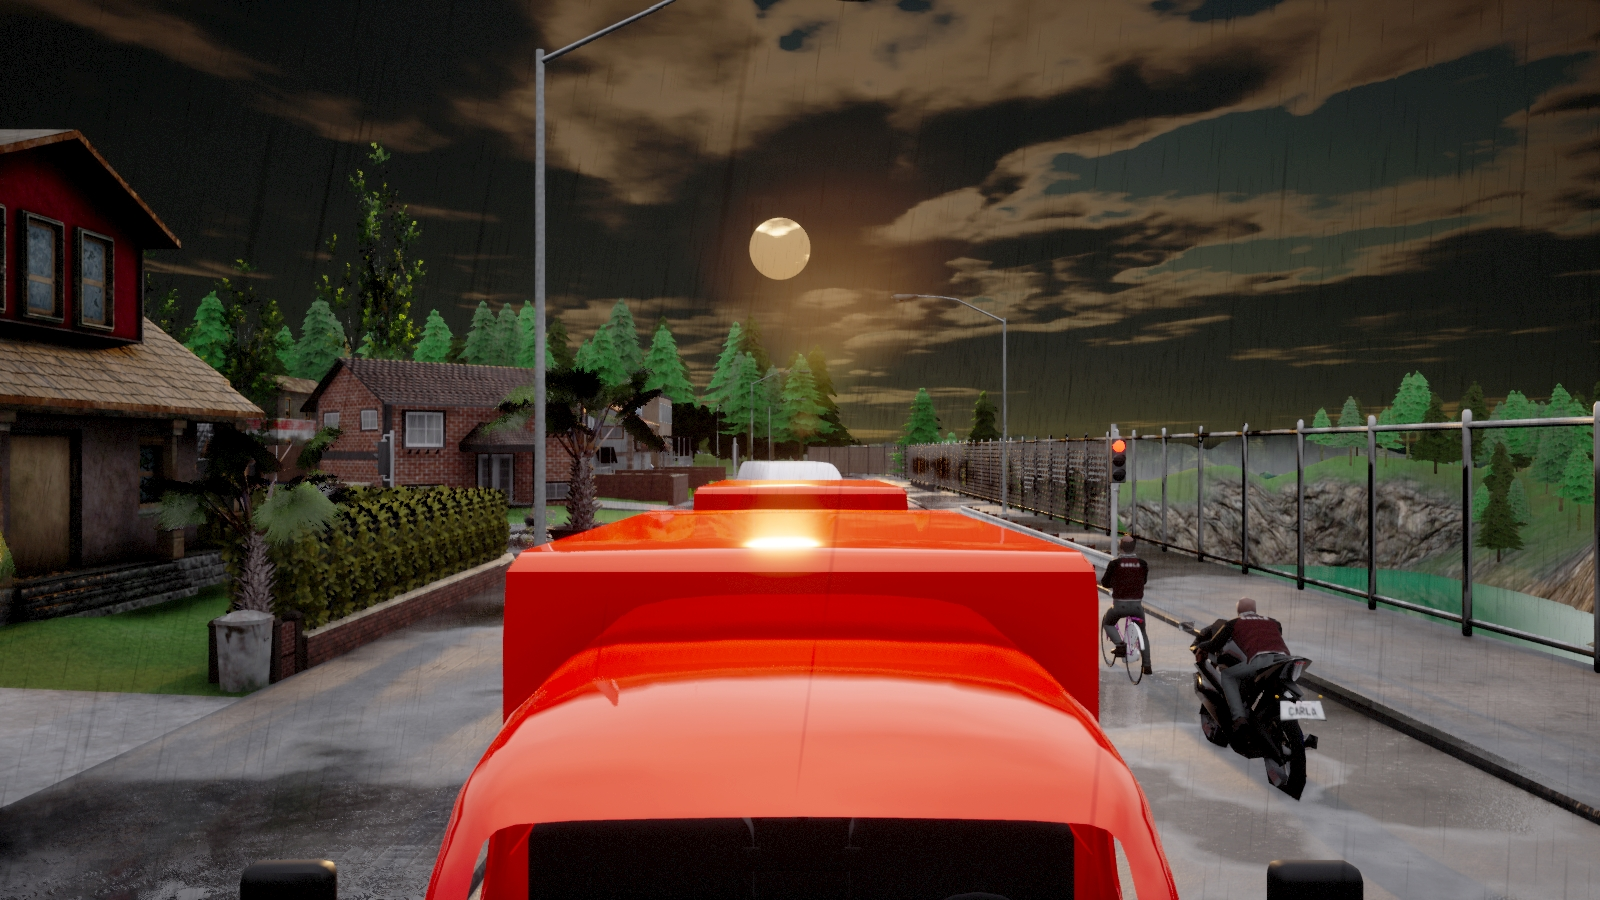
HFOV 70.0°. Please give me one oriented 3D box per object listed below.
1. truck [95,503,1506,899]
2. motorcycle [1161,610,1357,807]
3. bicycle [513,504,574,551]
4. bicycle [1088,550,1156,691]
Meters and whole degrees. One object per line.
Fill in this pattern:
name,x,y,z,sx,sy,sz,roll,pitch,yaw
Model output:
truck,-0.001,1.570,4.728,2.627,2.467,5.204,0,0,0
motorcycle,4.000,2.210,10.191,0.867,1.251,2.209,0,0,0
bicycle,-7.201,2.170,32.133,1.487,1.276,0.859,0,0,3
bicycle,3.986,2.066,14.240,0.329,1.471,1.835,0,0,0
